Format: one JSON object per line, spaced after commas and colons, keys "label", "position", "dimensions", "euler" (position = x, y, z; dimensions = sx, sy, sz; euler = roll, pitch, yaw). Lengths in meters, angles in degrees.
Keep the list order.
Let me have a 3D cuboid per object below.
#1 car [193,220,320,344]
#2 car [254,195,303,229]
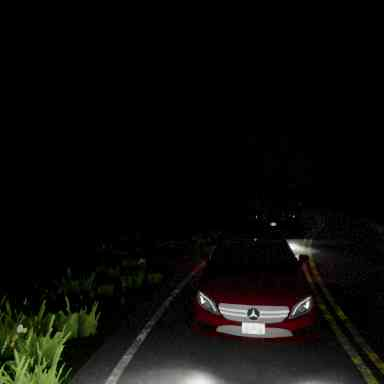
{"label": "car", "position": [1.229, 1.534, 6.661], "dimensions": [1.812, 1.442, 4.674], "euler": [-1, 0, 11]}
{"label": "car", "position": [5.000, 1.214, 18.833], "dimensions": [2.150, 2.045, 5.566], "euler": [-2, -1, 22]}
